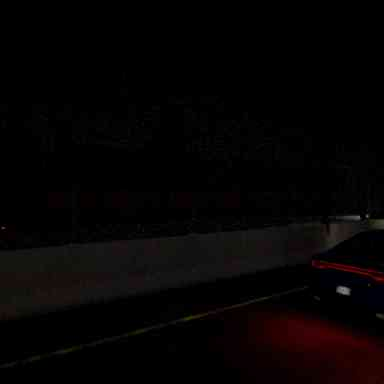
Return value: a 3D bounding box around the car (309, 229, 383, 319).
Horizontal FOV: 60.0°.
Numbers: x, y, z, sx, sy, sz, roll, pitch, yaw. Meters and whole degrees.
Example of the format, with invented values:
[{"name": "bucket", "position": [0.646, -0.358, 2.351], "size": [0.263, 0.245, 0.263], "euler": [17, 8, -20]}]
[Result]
[{"name": "car", "position": [4.587, 1.543, 7.105], "size": [5.008, 1.535, 1.882], "euler": [1, 0, -36]}]
